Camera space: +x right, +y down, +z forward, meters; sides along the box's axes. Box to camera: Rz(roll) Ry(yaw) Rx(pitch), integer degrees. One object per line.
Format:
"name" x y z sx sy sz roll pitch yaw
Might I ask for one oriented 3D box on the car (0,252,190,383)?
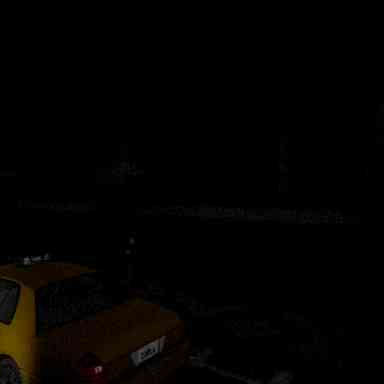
"car" -2.304 1.525 4.601 4.829 1.417 1.752 0 0 35
